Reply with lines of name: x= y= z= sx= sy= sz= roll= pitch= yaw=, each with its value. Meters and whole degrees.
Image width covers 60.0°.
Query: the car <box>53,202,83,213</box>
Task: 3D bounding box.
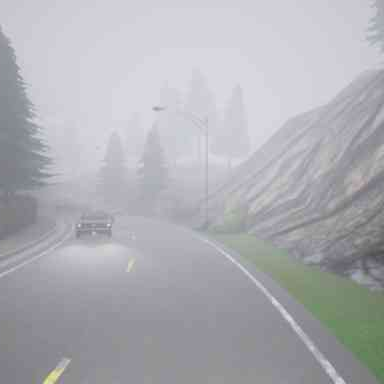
car: x=-16.111 y=2.038 z=43.929 sx=5.357 sy=1.411 sz=2.033 roll=0 pitch=-1 yaw=37

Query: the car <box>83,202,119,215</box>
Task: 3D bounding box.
car: x=-6.678 y=1.448 z=24.016 sx=1.812 sy=1.442 sz=4.674 roll=0 pitch=-1 yaw=-19

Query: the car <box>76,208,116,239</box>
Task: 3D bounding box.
car: x=-5.602 y=1.816 z=19.170 sx=1.895 sy=1.301 sz=4.718 roll=0 pitch=-1 yaw=-16

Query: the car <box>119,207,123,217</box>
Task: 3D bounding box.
car: x=-9.144 y=1.977 z=36.810 sx=1.994 sy=1.385 sz=4.181 roll=0 pitch=-1 yaw=-32
